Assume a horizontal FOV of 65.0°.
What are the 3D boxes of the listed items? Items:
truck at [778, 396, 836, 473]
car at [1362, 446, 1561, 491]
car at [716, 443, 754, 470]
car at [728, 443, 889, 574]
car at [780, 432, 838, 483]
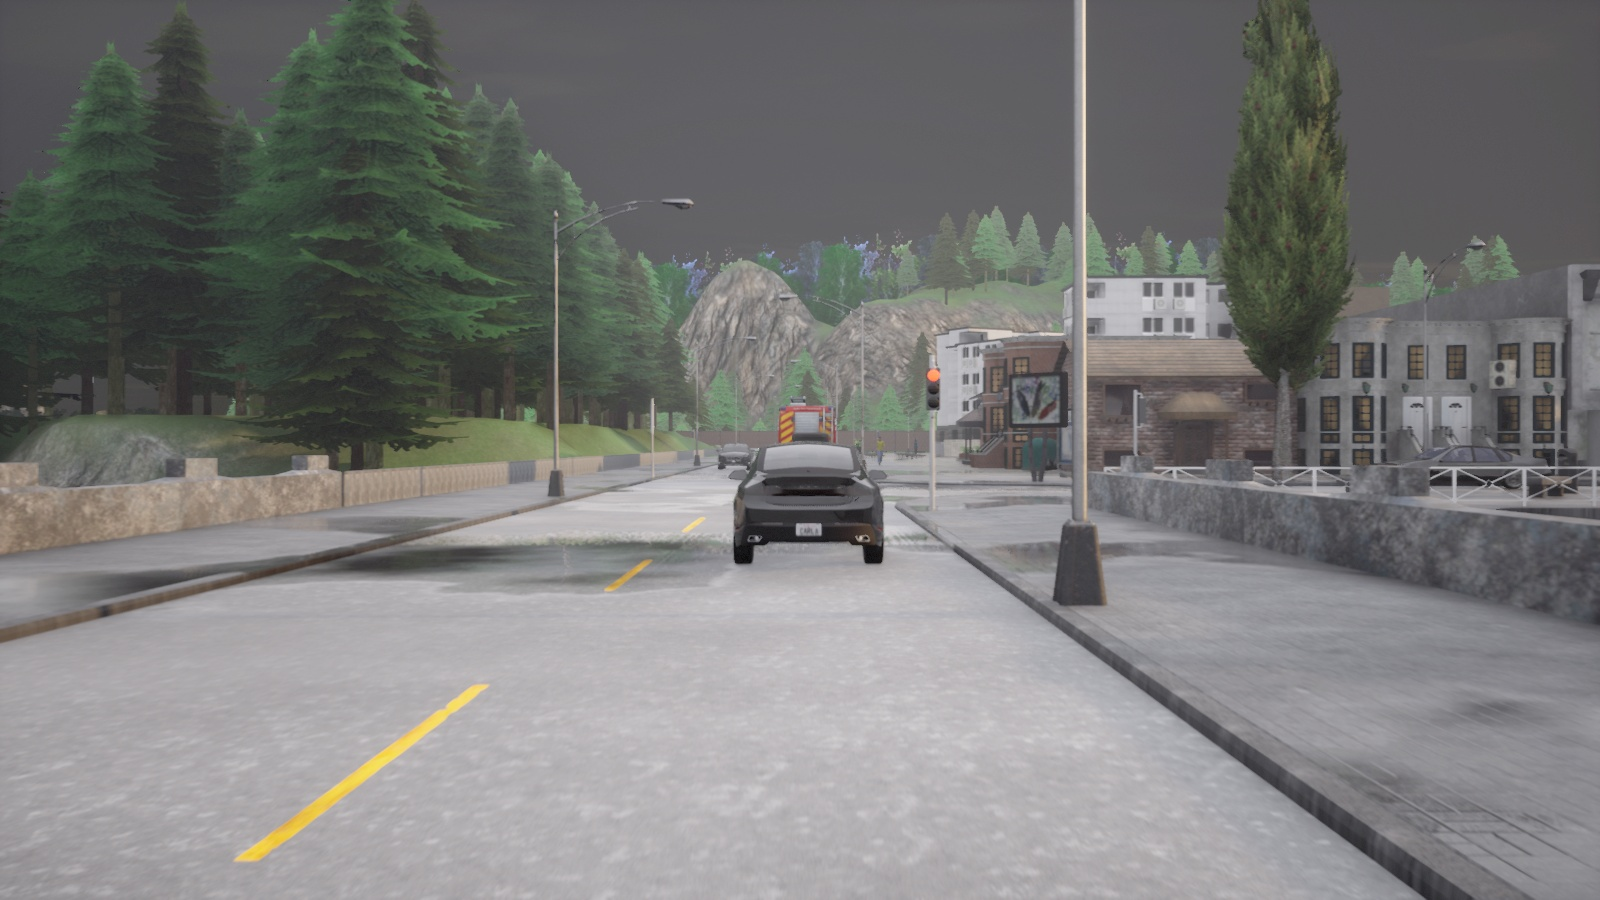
[{"bbox_3d":[0.375,-0.793,66.585,2.891,3.827,8.468,0,0,0],"label":"truck"},{"bbox_3d":[21.352,0.582,40.697,5.357,1.411,2.033,0,0,0],"label":"car"},{"bbox_3d":[-3.599,0.351,70.518,1.837,1.490,4.892,0,0,0],"label":"car"},{"bbox_3d":[0.108,0.657,16.792,1.837,1.490,4.892,0,0,0],"label":"car"},{"bbox_3d":[0.317,0.267,48.903,1.905,1.878,3.866,0,0,-5],"label":"car"}]
